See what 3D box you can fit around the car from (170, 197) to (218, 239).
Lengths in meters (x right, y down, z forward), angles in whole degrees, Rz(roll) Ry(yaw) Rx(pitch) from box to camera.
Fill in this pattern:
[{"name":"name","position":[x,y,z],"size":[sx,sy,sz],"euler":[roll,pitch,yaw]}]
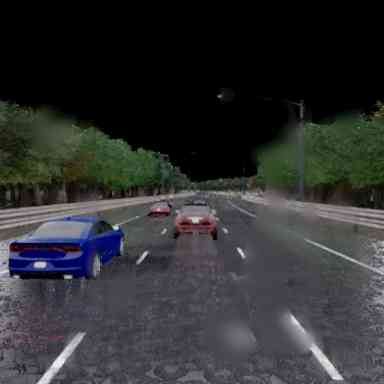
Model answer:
[{"name":"car","position":[0.199,1.343,17.419],"size":[2.097,1.767,4.553],"euler":[0,0,1]}]

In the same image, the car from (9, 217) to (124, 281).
[{"name":"car","position":[-3.352,1.464,9.878],"size":[1.882,1.535,5.008],"euler":[0,0,1]}]

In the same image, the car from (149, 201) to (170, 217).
[{"name":"car","position":[-2.896,1.535,31.669],"size":[1.994,1.385,4.181],"euler":[0,0,2]}]
